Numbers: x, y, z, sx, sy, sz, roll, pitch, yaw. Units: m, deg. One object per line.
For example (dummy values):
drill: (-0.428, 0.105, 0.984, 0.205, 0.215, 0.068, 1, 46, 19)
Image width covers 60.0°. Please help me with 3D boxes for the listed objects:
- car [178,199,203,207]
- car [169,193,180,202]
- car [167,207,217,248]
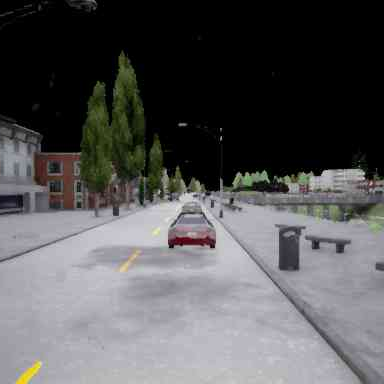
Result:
car: (0.000, 1.563, 29.650, 2.033, 1.411, 5.357, 0, 0, 0)
car: (-4.000, 1.199, 76.712, 2.150, 2.045, 5.566, 0, 0, 0)
car: (0.000, 1.573, 14.650, 1.994, 1.385, 4.181, 0, 0, 0)
